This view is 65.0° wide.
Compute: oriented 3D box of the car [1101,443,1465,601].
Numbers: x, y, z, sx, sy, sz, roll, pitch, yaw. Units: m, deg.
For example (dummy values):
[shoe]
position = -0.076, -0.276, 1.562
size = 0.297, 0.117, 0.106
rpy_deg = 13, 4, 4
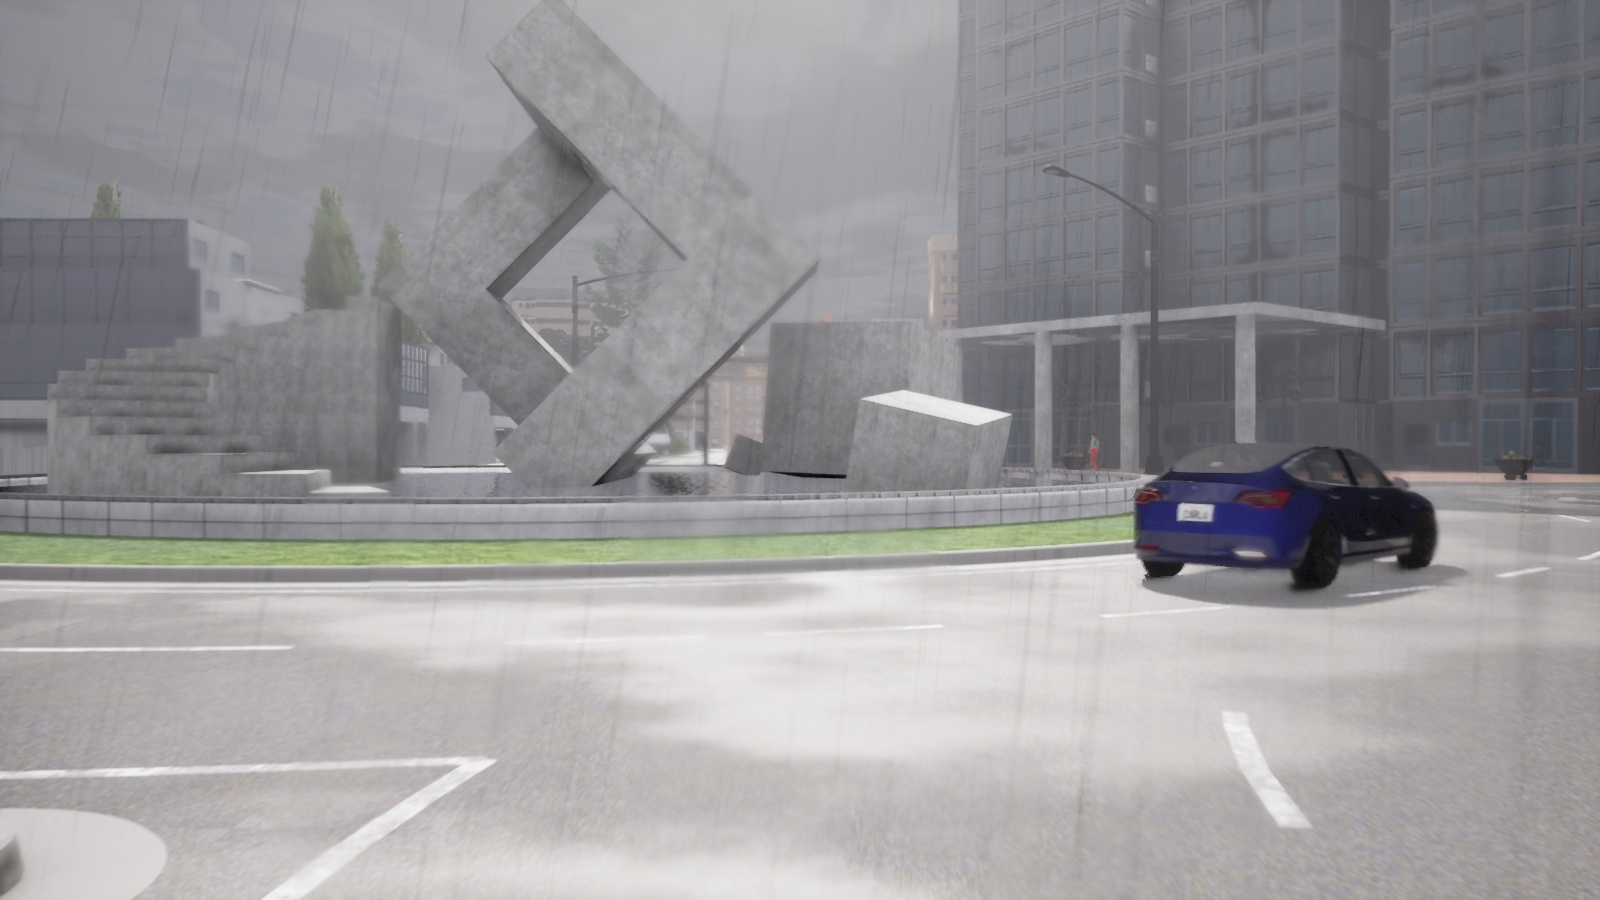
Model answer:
[car]
position = 5.639, 0.666, 14.301
size = 2.163, 1.488, 4.792
rpy_deg = 0, 0, 44

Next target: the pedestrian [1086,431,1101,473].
[pedestrian]
position = 13.125, 0.086, 56.162
size = 0.345, 1.836, 0.594
rpy_deg = 0, 0, -35
